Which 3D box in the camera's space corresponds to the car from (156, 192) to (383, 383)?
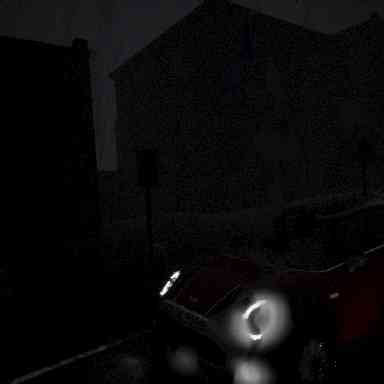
[{"bbox_3d":[1.694,1.031,4.889,4.553,1.767,2.097,-7,4,-35],"label":"car"}]
